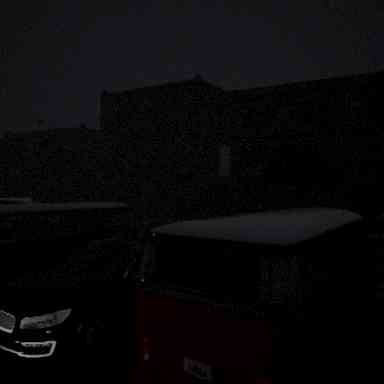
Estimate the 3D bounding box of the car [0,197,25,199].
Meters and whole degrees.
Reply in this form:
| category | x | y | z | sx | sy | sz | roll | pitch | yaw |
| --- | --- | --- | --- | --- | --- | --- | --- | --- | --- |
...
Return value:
| category | x | y | z | sx | sy | sz | roll | pitch | yaw |
| --- | --- | --- | --- | --- | --- | --- | --- | --- | --- |
| car | -7.913 | 1.200 | 11.000 | 2.435 | 2.045 | 5.566 | 0 | 0 | 35 |

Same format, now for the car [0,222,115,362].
| category | x | y | z | sx | sy | sz | roll | pitch | yaw |
| --- | --- | --- | --- | --- | --- | --- | --- | --- | --- |
| car | -1.044 | 1.471 | 6.149 | 2.231 | 1.521 | 4.892 | 0 | 0 | 35 |

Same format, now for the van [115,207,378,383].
| category | x | y | z | sx | sy | sz | roll | pitch | yaw |
| --- | --- | --- | --- | --- | --- | --- | --- | --- | --- |
| van | 1.304 | 1.251 | 4.611 | 1.878 | 1.987 | 4.442 | 0 | 0 | 35 |

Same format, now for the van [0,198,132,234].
| category | x | y | z | sx | sy | sz | roll | pitch | yaw |
| --- | --- | --- | --- | --- | --- | --- | --- | --- | --- |
| van | -3.397 | 1.238 | 7.676 | 1.878 | 1.987 | 4.442 | 0 | 0 | 35 |

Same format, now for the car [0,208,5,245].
| category | x | y | z | sx | sy | sz | roll | pitch | yaw |
| --- | --- | --- | --- | --- | --- | --- | --- | --- | --- |
| car | -10.181 | 1.446 | 12.656 | 2.231 | 1.521 | 4.892 | 0 | 0 | 36 |
